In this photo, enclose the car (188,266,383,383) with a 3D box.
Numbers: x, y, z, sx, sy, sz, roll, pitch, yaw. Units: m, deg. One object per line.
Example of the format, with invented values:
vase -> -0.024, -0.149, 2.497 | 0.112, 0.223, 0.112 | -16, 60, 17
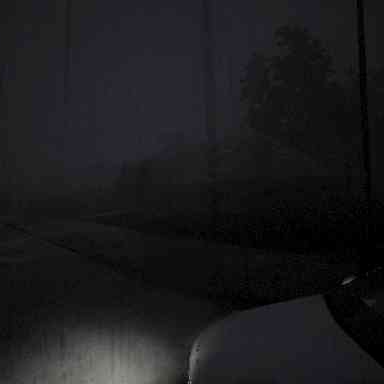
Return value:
car -> 2.271, 1.345, 2.772 | 4.674, 1.442, 1.812 | -4, 3, 5
